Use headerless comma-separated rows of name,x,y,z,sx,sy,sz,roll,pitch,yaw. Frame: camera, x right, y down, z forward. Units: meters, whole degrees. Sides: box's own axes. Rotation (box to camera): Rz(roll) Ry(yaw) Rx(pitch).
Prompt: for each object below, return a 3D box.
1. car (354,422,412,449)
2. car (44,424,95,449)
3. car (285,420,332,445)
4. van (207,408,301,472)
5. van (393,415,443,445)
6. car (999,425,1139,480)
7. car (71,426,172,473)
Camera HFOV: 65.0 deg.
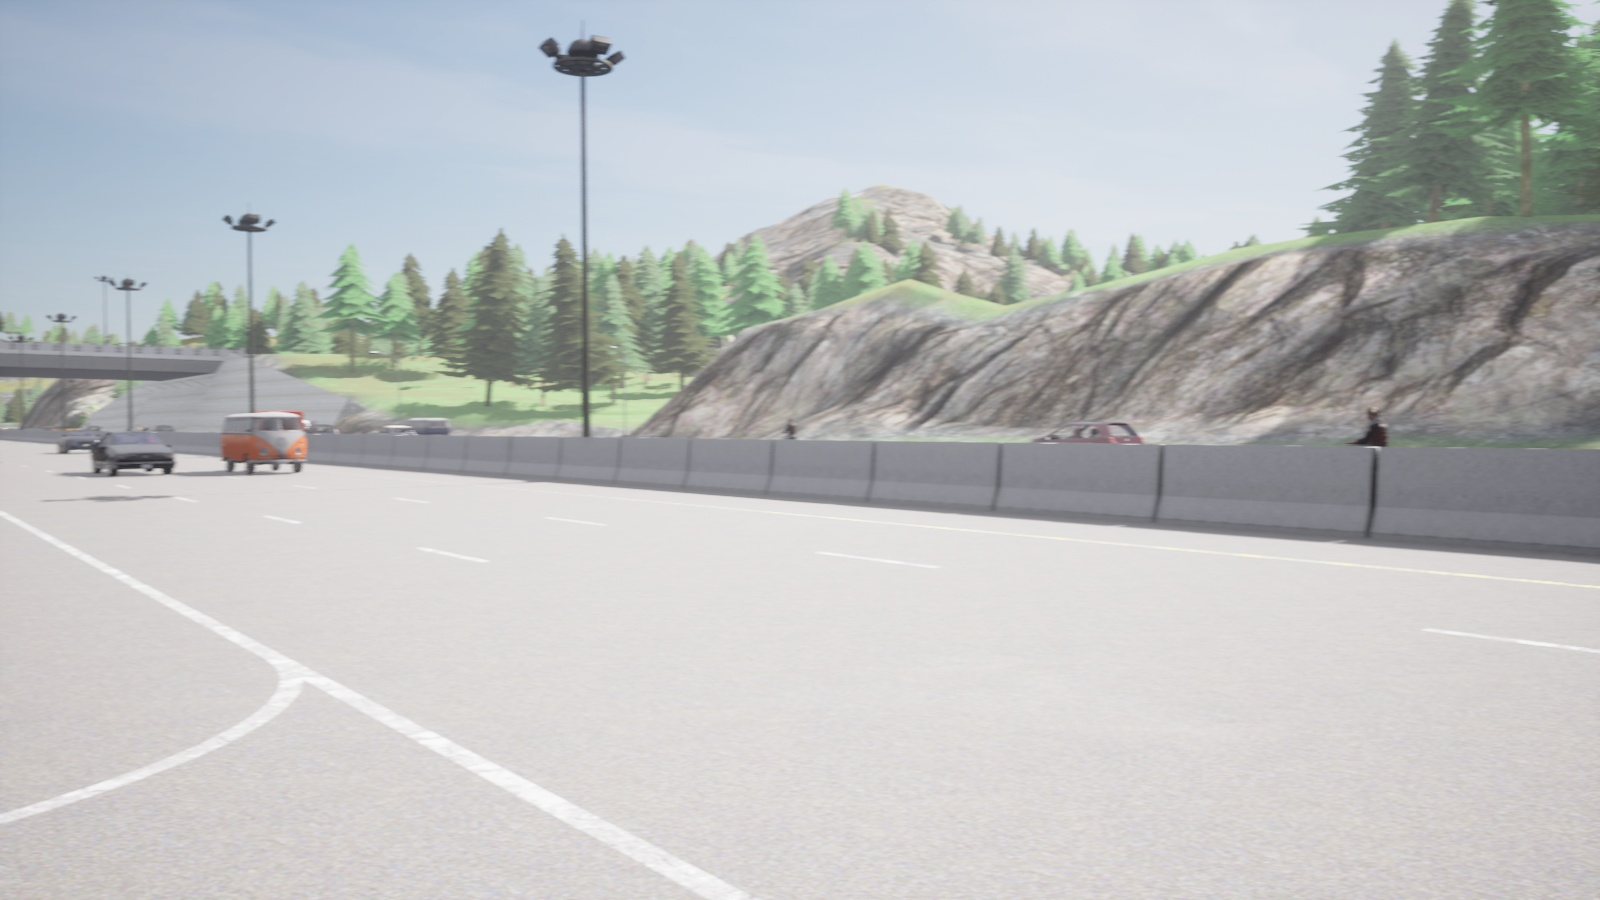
car,-23.767,-0.841,71.548,1.970,1.475,3.806,-1,2,-38
car,-42.140,-0.778,72.407,1.994,1.385,4.181,-1,2,-38
car,-32.339,-1.165,82.610,1.851,1.617,3.988,-1,2,-38
van,-17.941,-0.366,41.177,1.775,1.987,4.442,-1,2,-38
van,-26.243,-1.385,86.166,1.775,1.987,4.442,-1,2,-38
car,7.791,0.024,36.546,1.845,1.501,3.633,-1,2,-38
car,-22.210,-0.070,40.978,2.033,1.411,5.357,-1,2,-38
